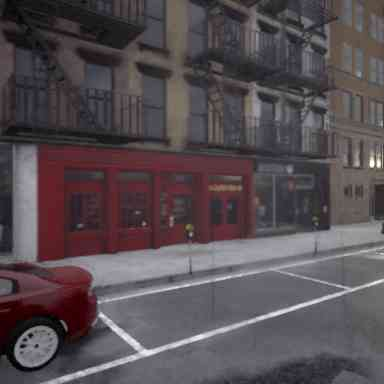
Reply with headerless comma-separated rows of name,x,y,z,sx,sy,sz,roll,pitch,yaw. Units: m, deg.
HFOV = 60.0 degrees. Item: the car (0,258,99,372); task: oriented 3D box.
car,-3.463,1.542,4.071,4.507,1.381,1.887,0,-1,-36
